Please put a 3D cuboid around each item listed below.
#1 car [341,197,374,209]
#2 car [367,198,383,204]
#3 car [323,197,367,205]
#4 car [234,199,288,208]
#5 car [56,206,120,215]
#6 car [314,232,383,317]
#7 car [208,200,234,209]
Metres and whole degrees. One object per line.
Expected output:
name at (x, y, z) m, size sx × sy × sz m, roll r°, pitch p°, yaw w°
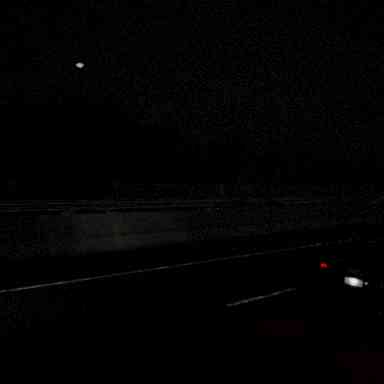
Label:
car at (22.481, 1.417, 45.110) m, size 4.892 × 1.490 × 1.837 m, roll 1°, pitch 0°, yaw -35°
car at (23.565, 1.450, 41.611) m, size 4.674 × 1.442 × 1.812 m, roll 0°, pitch 0°, yaw -34°
car at (13.347, 1.430, 30.302) m, size 4.902 × 1.511 × 2.128 m, roll 0°, pitch 0°, yaw -34°
car at (6.550, 1.393, 29.862) m, size 5.008 × 1.535 × 1.882 m, roll 0°, pitch 0°, yaw -35°
car at (-5.822, 1.444, 17.009) m, size 4.674 × 1.442 × 1.812 m, roll 0°, pitch 0°, yaw -35°
car at (4.493, 1.554, 7.011) m, size 4.181 × 1.385 × 1.994 m, roll 0°, pitch 0°, yaw -35°
car at (4.101, 1.446, 32.424) m, size 5.357 × 1.411 × 2.033 m, roll 0°, pitch 0°, yaw -35°
